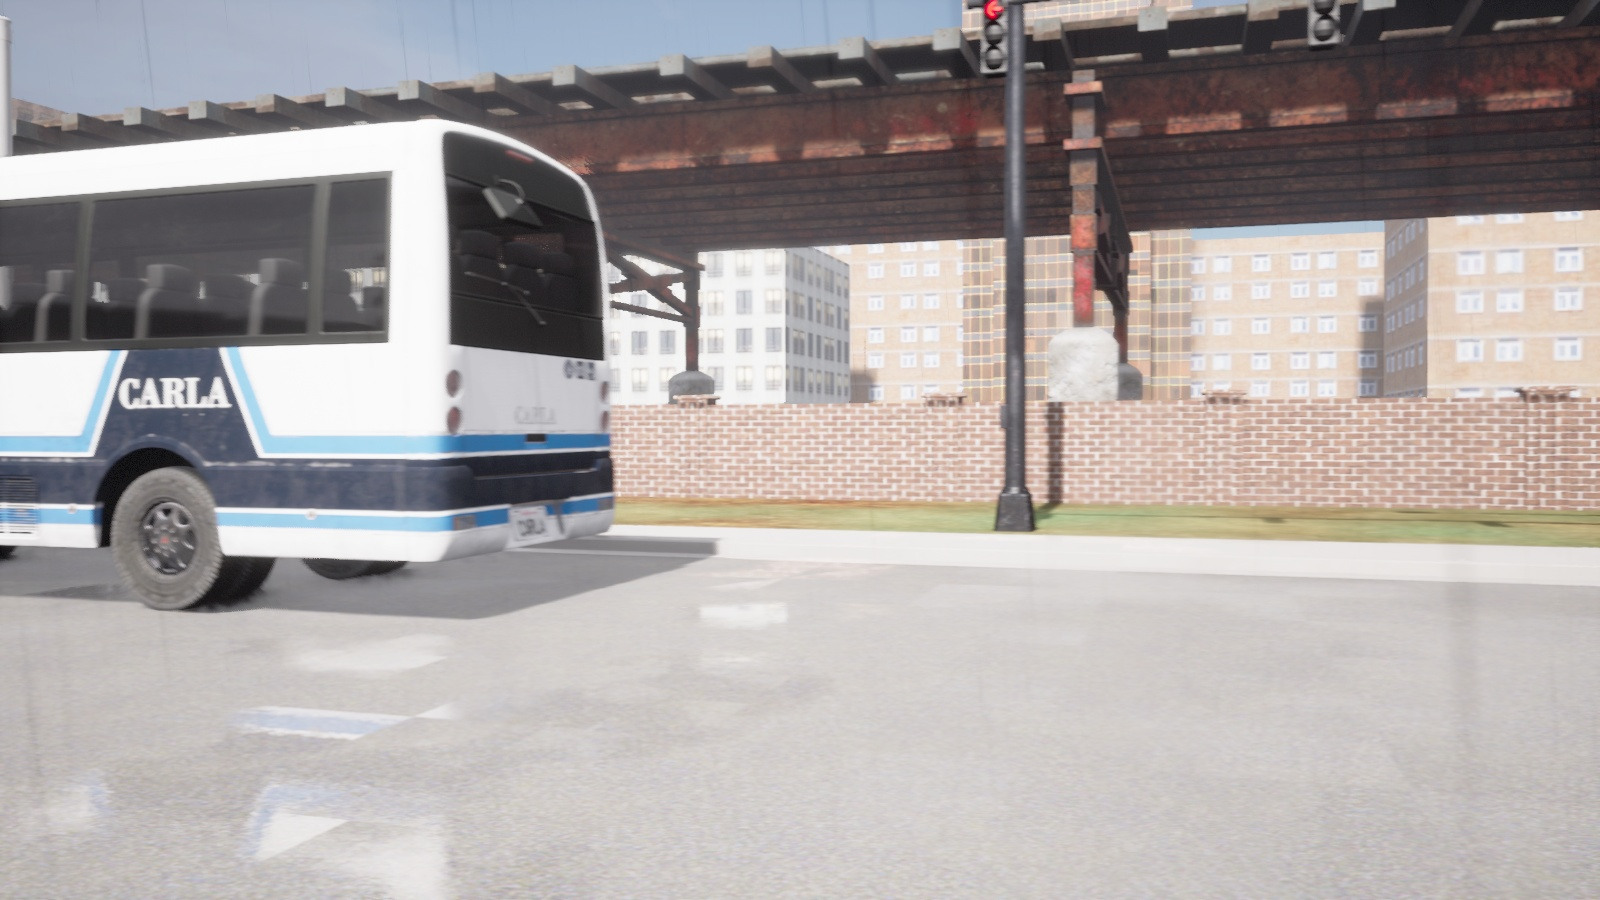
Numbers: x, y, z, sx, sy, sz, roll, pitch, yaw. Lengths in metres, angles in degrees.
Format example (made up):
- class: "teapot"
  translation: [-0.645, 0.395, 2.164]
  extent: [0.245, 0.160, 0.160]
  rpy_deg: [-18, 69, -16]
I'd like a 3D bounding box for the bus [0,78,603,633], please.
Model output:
- class: "bus"
  translation: [-7.604, -0.798, 13.106]
  extent: [10.273, 4.253, 3.944]
  rpy_deg: [1, 1, 18]
